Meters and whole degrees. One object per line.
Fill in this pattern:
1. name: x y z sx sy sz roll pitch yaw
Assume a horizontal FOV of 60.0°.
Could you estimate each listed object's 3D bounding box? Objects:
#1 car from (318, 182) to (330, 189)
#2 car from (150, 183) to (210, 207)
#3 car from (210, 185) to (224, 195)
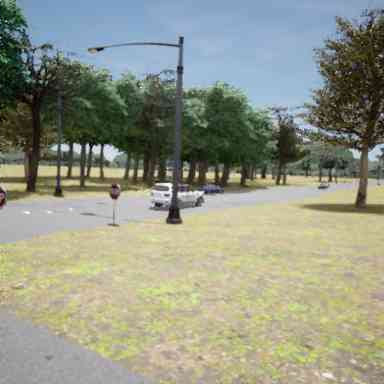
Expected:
1. car: 31.916 -1.375 80.093 1.895 1.301 4.718 5 5 32
2. car: -1.159 0.296 28.706 2.150 2.045 5.566 5 5 36
3. car: 2.515 -0.263 45.797 1.895 1.301 4.718 5 5 36
